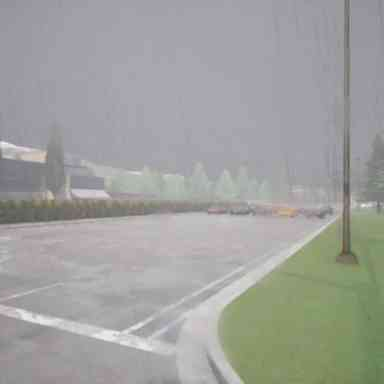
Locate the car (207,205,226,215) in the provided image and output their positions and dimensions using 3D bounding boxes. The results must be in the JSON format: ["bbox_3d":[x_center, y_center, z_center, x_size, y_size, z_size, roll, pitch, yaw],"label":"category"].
[{"bbox_3d":[3.843,2.720,50.142,1.994,1.385,4.181,0,-1,27],"label":"car"}]

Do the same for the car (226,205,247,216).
[{"bbox_3d":[7.032,2.729,48.680,1.994,1.385,4.181,0,-1,27],"label":"car"}]

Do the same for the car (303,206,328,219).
[{"bbox_3d":[16.137,2.767,43.341,1.895,1.301,4.718,0,-1,27],"label":"car"}]

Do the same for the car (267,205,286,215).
[{"bbox_3d":[13.992,2.881,54.825,2.128,1.511,4.902,0,-1,27],"label":"car"}]

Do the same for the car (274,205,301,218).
[{"bbox_3d":[12.938,2.636,44.871,1.882,1.535,5.008,0,-1,27],"label":"car"}]

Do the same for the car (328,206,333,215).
[{"bbox_3d":[23.053,3.102,57.007,2.033,1.411,5.357,0,-1,27],"label":"car"}]

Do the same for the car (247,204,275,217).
[{"bbox_3d":[9.832,2.645,46.482,2.128,1.511,4.902,0,-1,27],"label":"car"}]

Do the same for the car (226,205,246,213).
[{"bbox_3d":[7.759,2.979,58.011,1.895,1.301,4.718,0,-1,27],"label":"car"}]

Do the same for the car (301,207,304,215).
[{"bbox_3d":[17.126,2.997,53.268,1.895,1.301,4.718,0,-1,27],"label":"car"}]

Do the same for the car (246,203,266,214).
[{"bbox_3d":[10.857,2.735,56.382,2.097,1.767,4.553,0,-1,27],"label":"car"}]
